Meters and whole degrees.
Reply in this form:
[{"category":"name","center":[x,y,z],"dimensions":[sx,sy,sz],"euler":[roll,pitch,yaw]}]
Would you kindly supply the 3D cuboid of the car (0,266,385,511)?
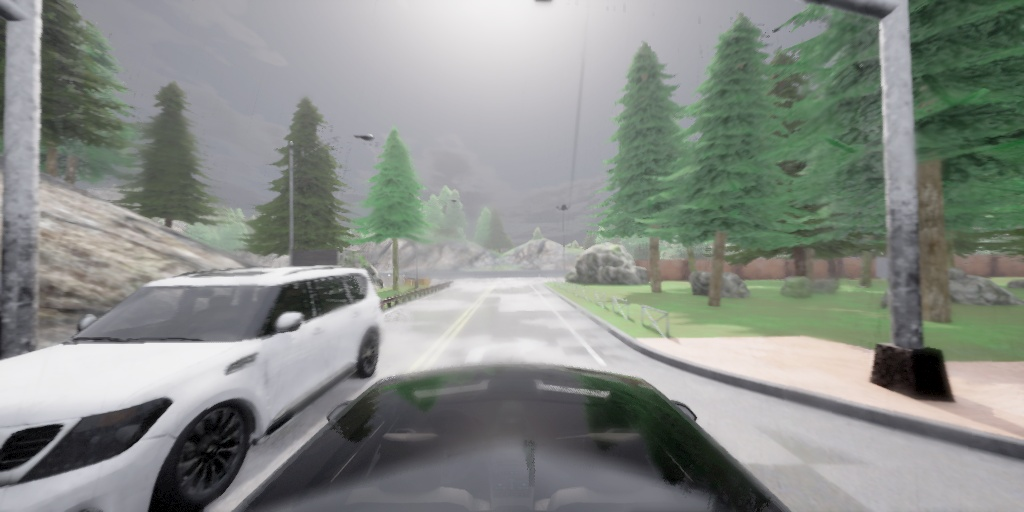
[{"category":"car","center":[-3.516,1.196,4.721],"dimensions":[2.150,2.045,5.566],"euler":[-1,0,0]}]
